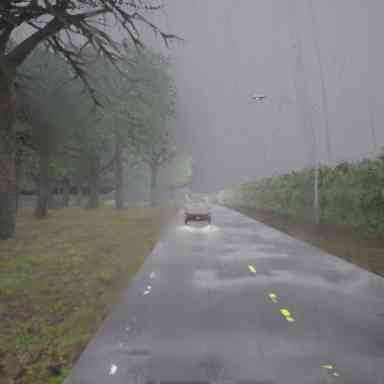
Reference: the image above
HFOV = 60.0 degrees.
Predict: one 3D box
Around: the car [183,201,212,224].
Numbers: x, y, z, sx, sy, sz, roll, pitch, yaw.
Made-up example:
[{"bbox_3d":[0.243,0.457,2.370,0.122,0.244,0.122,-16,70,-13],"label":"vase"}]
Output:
[{"bbox_3d":[0.412,1.462,24.628,1.882,1.535,5.008,0,0,0],"label":"car"}]
